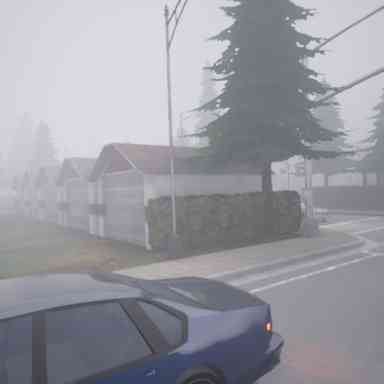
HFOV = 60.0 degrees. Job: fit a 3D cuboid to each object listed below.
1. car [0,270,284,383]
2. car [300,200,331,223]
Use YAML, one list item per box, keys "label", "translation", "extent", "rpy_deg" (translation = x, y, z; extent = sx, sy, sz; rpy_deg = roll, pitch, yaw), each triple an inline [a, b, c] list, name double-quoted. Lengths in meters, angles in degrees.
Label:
- label: "car"
  translation: [-1.575, 1.535, 2.844]
  extent: [5.357, 1.411, 2.033]
  rpy_deg: [-2, 1, -34]
- label: "car"
  translation: [6.507, 1.203, 21.275]
  extent: [1.812, 1.442, 4.674]
  rpy_deg: [-2, 1, -35]
